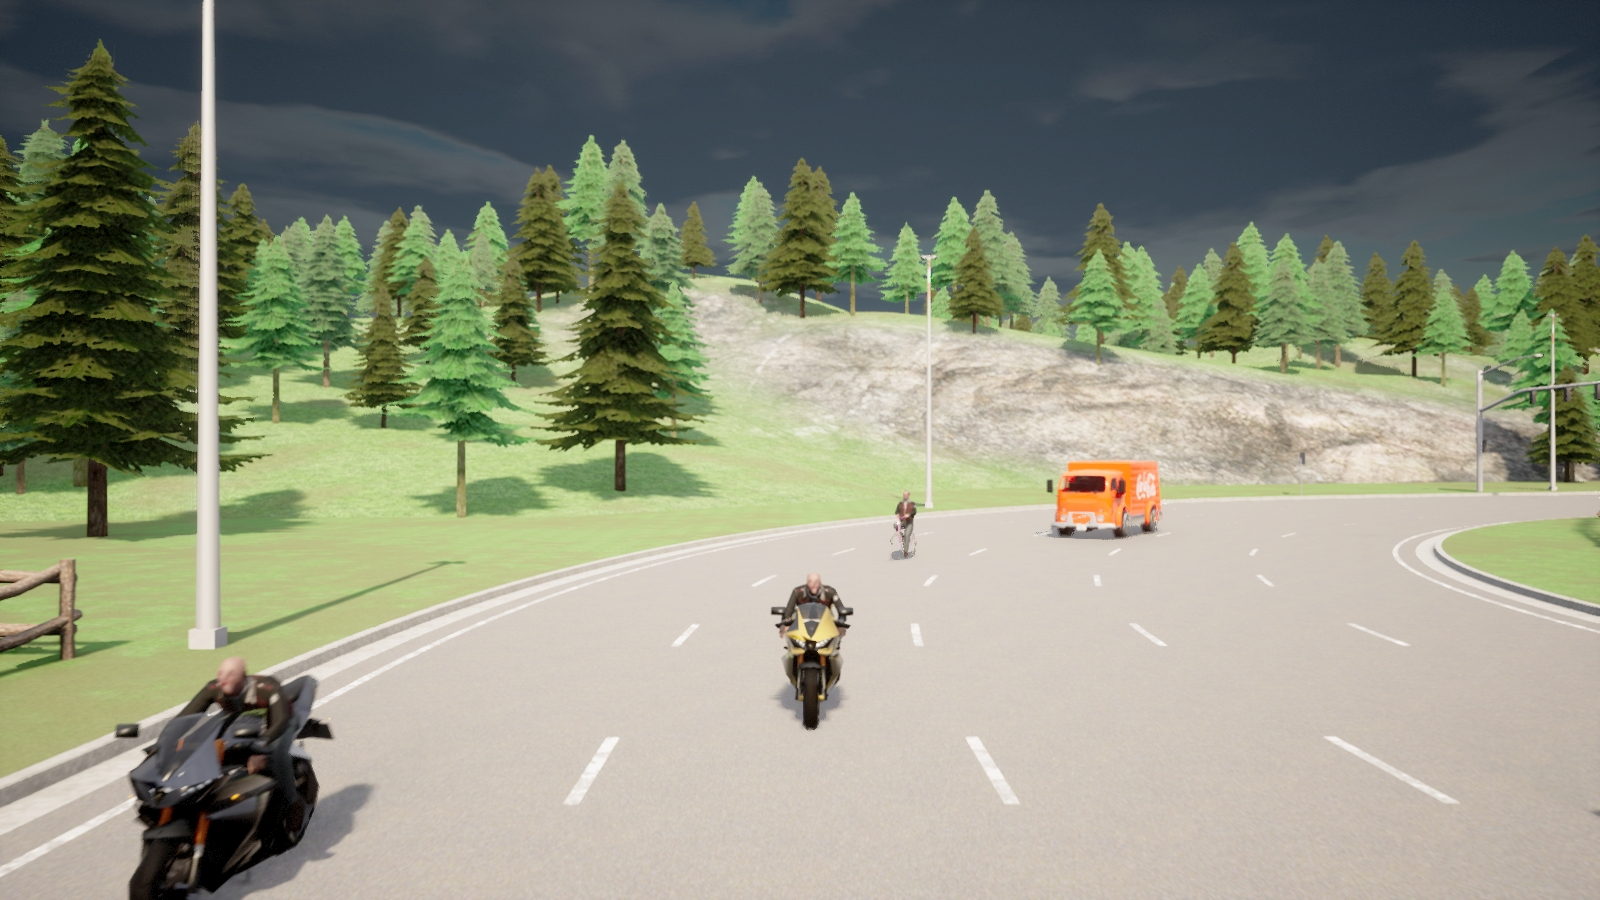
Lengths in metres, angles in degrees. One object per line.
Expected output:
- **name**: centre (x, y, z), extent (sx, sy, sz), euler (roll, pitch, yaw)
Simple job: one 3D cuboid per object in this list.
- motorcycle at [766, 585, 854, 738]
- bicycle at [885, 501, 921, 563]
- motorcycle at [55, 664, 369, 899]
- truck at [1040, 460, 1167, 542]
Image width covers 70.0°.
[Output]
- **motorcycle**: centre (0.148, 2.209, 12.343), extent (0.867, 1.251, 2.209), euler (0, 0, 3)
- **bicycle**: centre (2.651, 2.070, 29.202), extent (0.329, 1.471, 1.835), euler (-1, 0, 24)
- **motorcycle**: centre (-3.624, 2.208, 7.333), extent (0.867, 1.251, 2.209), euler (0, 0, 0)
- **truck**: centre (10.055, 1.582, 37.544), extent (2.627, 2.467, 5.204), euler (0, 0, 31)
